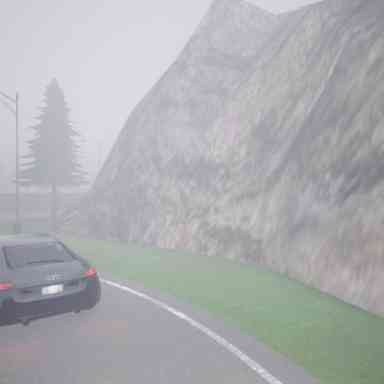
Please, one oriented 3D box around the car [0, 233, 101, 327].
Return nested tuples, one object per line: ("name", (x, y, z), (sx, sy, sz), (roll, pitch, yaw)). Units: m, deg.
("car", (-3.587, 1.564, 6.974), (1.994, 1.385, 4.181), (0, 0, -41))
